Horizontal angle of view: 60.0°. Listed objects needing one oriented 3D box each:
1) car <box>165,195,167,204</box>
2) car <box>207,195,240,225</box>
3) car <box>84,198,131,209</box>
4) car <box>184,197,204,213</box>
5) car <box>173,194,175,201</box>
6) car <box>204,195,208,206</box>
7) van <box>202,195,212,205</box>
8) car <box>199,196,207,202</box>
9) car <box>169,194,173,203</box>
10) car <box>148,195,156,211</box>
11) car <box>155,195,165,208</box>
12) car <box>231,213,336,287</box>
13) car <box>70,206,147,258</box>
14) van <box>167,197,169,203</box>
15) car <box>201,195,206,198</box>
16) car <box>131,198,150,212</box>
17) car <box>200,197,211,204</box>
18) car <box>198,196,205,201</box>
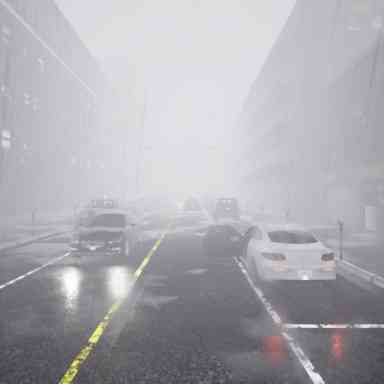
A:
[{"bbox_3d":[-5.688,1.599,55.557,1.752,1.417,4.829,0,0,0],"label":"car"},{"bbox_3d":[2.696,1.338,27.274,2.192,1.841,5.009,0,0,0],"label":"car"},{"bbox_3d":[-5.684,1.330,21.585,2.192,1.841,5.009,0,0,0],"label":"car"},{"bbox_3d":[0.076,1.604,38.366,1.994,1.385,4.181,0,0,0],"label":"car"},{"bbox_3d":[-5.690,1.724,78.486,1.802,1.307,4.206,0,0,0],"label":"car"},{"bbox_3d":[2.694,1.480,38.654,1.967,1.590,4.097,0,0,0],"label":"car"},{"bbox_3d":[2.693,1.430,61.413,1.690,1.788,3.998,0,0,0],"label":"van"},{"bbox_3d":[2.690,1.744,84.174,1.802,1.307,4.206,0,0,0],"label":"car"},{"bbox_3d":[-5.689,1.648,72.625,1.752,1.417,4.829,0,0,0],"label":"car"},{"bbox_3d":[-5.686,1.480,38.656,1.967,1.590,4.097,0,0,0],"label":"car"},{"bbox_3d":[-5.686,1.376,50.036,2.192,1.841,5.009,0,0,0],"label":"car"},{"bbox_3d":[2.352,1.529,9.224,1.812,1.442,4.674,0,0,0],"label":"car"},{"bbox_3d":[-3.100,1.510,12.818,1.837,1.490,4.892,0,0,0],"label":"car"},{"bbox_3d":[-5.687,1.430,61.414,1.690,1.788,3.998,0,0,0],"label":"van"},{"bbox_3d":[2.692,1.656,55.724,1.802,1.307,4.206,0,0,0],"label":"car"},{"bbox_3d":[-5.686,1.582,32.966,2.008,1.369,4.403,0,0,0],"label":"car"},{"bbox_3d":[2.691,1.650,67.104,1.887,1.381,4.507,0,0,0],"label":"car"},{"bbox_3d":[2.689,1.786,95.554,1.802,1.307,4.206,0,0,0],"label":"car"}]
